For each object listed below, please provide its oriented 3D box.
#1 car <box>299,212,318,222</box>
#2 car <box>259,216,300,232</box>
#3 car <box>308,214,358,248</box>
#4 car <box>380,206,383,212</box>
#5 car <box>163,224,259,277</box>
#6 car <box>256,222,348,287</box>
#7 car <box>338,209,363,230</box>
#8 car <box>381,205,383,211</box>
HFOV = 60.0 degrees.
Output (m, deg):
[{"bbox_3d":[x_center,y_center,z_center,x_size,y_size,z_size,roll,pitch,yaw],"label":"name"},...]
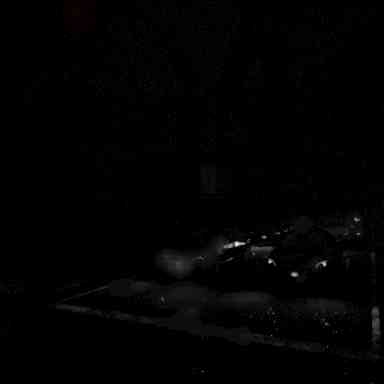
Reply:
[{"bbox_3d":[11.016,2.659,31.524,2.128,1.511,4.902,-3,-3,29],"label":"car"},{"bbox_3d":[4.983,2.394,20.373,1.994,1.385,4.181,-3,-3,28],"label":"car"},{"bbox_3d":[8.000,2.175,18.608,1.812,1.442,4.674,-3,-3,28],"label":"car"},{"bbox_3d":[42.281,3.719,72.626,1.895,1.301,4.718,-3,-3,32],"label":"car"},{"bbox_3d":[0.749,2.096,12.536,1.837,1.490,4.892,-3,-3,28],"label":"car"},{"bbox_3d":[3.772,1.937,10.774,1.812,1.442,4.674,-3,-3,28],"label":"car"},{"bbox_3d":[13.743,2.323,29.226,2.097,1.767,4.553,-3,-3,29],"label":"car"},{"bbox_3d":[47.754,3.822,81.383,2.128,1.511,4.902,-4,-3,33],"label":"car"}]
